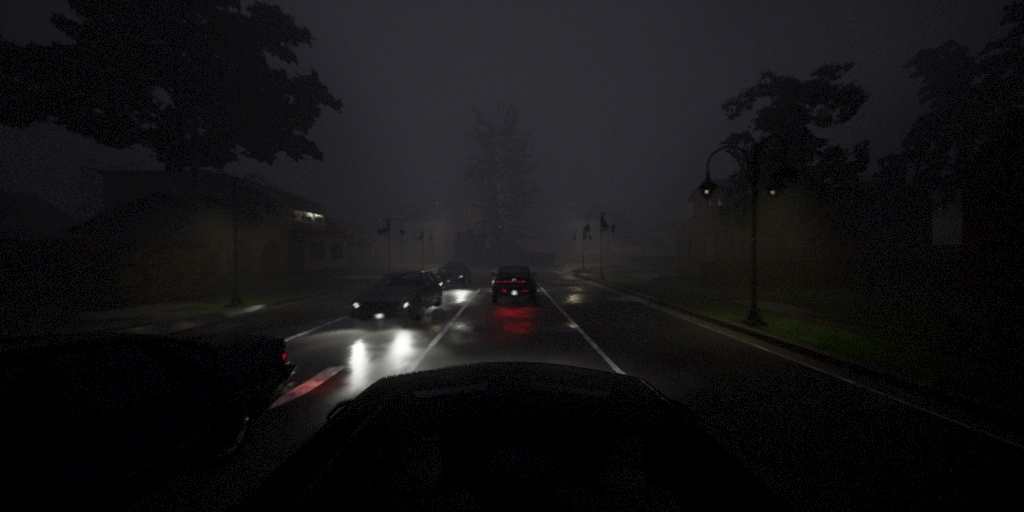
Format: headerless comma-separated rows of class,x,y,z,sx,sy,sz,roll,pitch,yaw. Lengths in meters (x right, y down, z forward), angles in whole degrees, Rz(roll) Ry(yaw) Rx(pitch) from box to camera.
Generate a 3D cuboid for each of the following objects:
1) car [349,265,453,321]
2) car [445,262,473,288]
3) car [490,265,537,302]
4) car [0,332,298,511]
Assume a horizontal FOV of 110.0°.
car,-3.604,1.226,12.366,2.033,1.411,5.357,0,0,0
car,-3.569,1.123,22.593,1.812,1.442,4.674,0,0,0
car,0.088,1.141,16.148,1.837,1.490,4.892,0,0,0
car,-3.602,1.306,2.119,2.033,1.411,5.357,0,0,0
